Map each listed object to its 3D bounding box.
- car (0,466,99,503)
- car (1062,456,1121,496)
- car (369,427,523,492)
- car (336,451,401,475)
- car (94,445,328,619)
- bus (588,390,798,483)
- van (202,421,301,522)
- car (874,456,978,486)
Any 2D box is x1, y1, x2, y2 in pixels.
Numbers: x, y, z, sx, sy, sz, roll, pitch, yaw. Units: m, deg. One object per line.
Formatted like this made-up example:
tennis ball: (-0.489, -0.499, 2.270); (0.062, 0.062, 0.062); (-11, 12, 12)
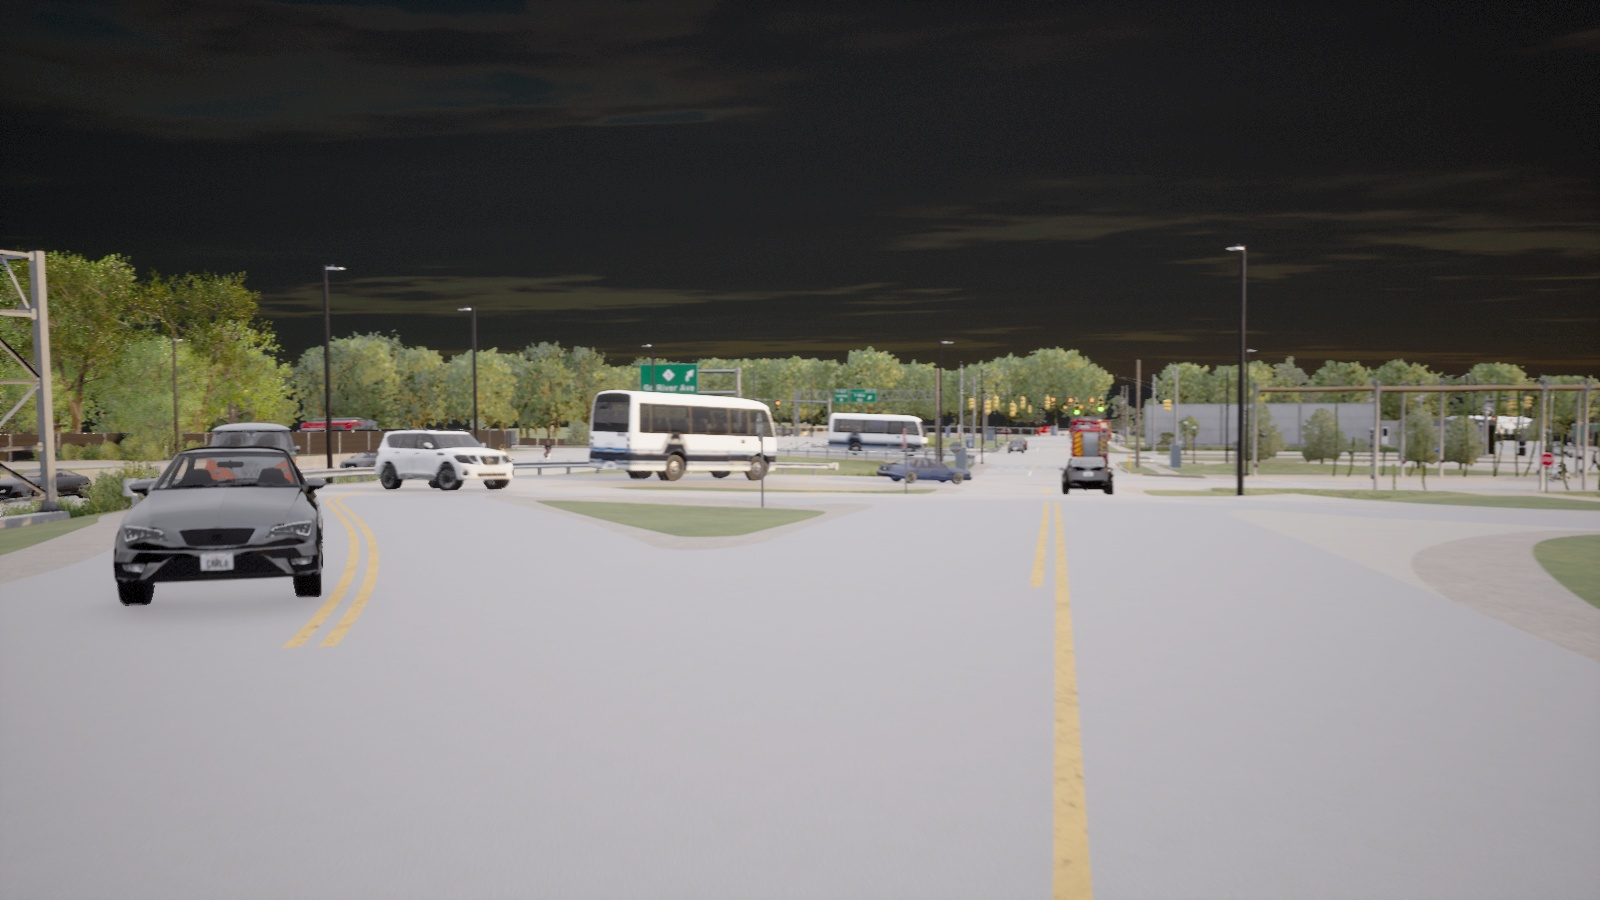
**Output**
car: (-32.282, 1.435, 53.490); (1.994, 1.385, 4.181); (0, 1, 12)
car: (11.549, 1.061, 50.047); (2.163, 1.488, 4.792); (0, -2, 12)
car: (-12.006, 0.312, 42.348); (5.566, 2.045, 2.150); (0, 0, 38)
car: (-27.088, 0.793, 78.896); (1.994, 1.385, 4.181); (0, 1, 12)
car: (-5.872, 0.692, 12.973); (1.816, 1.474, 4.193); (-1, 0, -20)
bus: (-5.146, -0.608, 62.761); (3.944, 4.253, 10.273); (3, 1, 43)
van: (-11.838, 0.408, 27.264); (1.775, 1.987, 4.442); (-1, 0, -22)
car: (7.002, 1.162, 69.566); (5.357, 1.411, 2.033); (2, 2, -25)
